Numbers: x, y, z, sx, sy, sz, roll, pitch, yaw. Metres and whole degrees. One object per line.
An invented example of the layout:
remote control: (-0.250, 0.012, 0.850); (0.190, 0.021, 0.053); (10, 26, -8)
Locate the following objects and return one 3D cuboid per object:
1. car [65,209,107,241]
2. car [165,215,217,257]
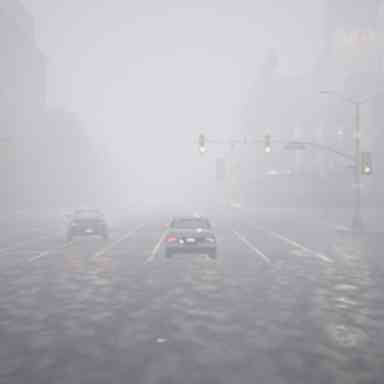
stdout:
car: (-5.521, 1.584, 17.268); (1.812, 1.442, 4.674); (1, 0, -21)
car: (-0.065, 1.606, 13.194); (2.033, 1.411, 5.357); (0, 0, -1)
